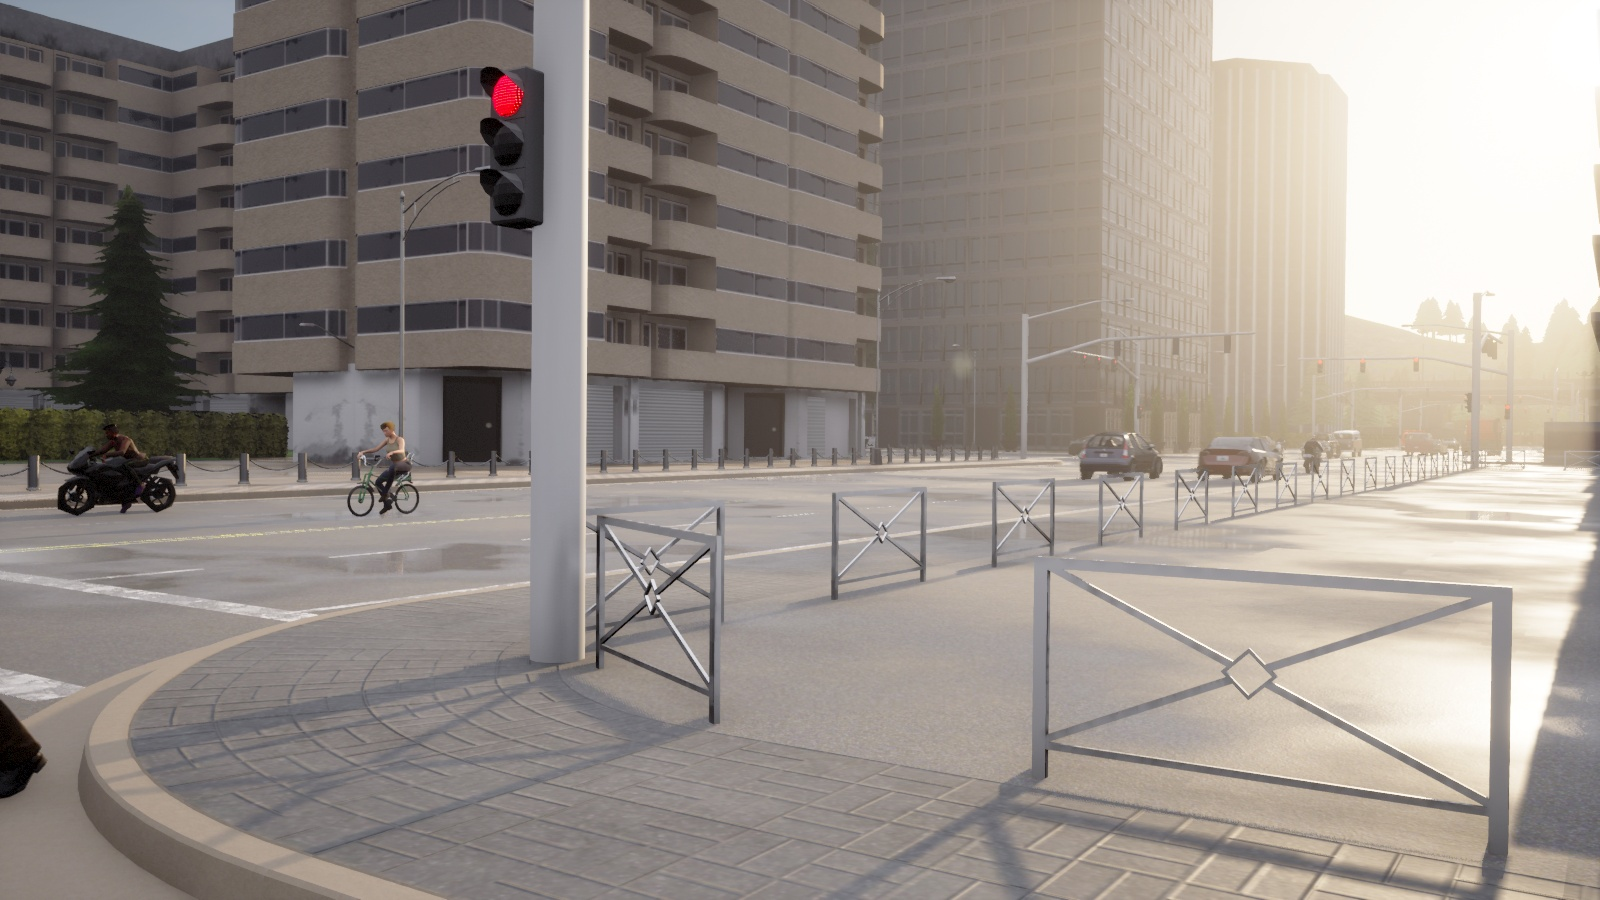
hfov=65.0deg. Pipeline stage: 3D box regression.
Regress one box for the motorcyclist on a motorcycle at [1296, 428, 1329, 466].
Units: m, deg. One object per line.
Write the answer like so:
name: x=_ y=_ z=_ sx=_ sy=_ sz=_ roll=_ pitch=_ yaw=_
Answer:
motorcyclist on a motorcycle: x=21.191 y=-0.134 z=51.919 sx=0.866 sy=1.530 sz=2.191 roll=0 pitch=1 yaw=33

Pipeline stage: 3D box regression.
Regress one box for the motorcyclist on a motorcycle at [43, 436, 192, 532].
motorcyclist on a motorcycle: x=-11.443 y=0.529 z=21.112 sx=0.797 sy=1.523 sz=2.044 roll=0 pitch=1 yaw=33

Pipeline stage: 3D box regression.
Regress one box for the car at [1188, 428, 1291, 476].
car: x=14.822 y=0.021 z=42.155 sx=2.163 sy=1.488 sz=4.792 roll=0 pitch=1 yaw=33

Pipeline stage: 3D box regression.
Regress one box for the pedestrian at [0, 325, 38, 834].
pedestrian: x=-3.325 y=0.496 z=4.685 sx=0.395 sy=1.930 sz=0.692 roll=0 pitch=1 yaw=35

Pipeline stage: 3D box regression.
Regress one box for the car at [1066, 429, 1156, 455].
car: x=18.252 y=-0.470 z=73.641 sx=4.892 sy=1.490 sz=1.837 roll=0 pitch=1 yaw=23

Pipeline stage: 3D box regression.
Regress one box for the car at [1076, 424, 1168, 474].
car: x=10.982 y=-0.052 z=42.675 sx=1.851 sy=1.617 sz=3.988 roll=0 pitch=1 yaw=33

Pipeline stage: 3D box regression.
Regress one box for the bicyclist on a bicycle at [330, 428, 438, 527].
bicyclist on a bicycle: x=-7.076 y=0.440 z=21.409 sx=0.866 sy=1.612 sz=1.509 roll=0 pitch=1 yaw=33

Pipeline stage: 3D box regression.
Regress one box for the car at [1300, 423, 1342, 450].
car: x=36.743 y=-0.994 z=88.571 sx=1.932 sy=1.855 sz=4.605 roll=0 pitch=1 yaw=33
